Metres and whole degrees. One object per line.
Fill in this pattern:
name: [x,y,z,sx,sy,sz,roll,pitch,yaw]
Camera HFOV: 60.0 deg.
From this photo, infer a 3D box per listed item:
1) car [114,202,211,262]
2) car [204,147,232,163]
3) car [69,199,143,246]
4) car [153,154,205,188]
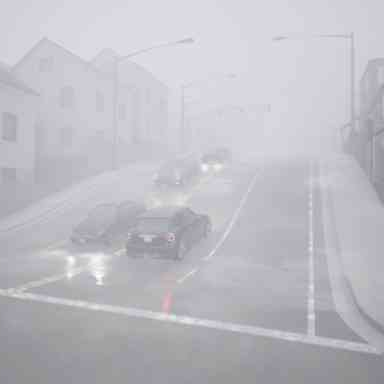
car: [-0.781,1.326,13.284,2.097,1.767,4.553,0,9,20]
car: [2.531,-3.721,32.955,2.033,1.411,5.357,0,9,21]
car: [-3.780,1.212,15.731,1.812,1.442,4.674,0,13,20]
car: [-1.054,-1.580,23.281,2.097,1.767,4.553,0,17,20]
